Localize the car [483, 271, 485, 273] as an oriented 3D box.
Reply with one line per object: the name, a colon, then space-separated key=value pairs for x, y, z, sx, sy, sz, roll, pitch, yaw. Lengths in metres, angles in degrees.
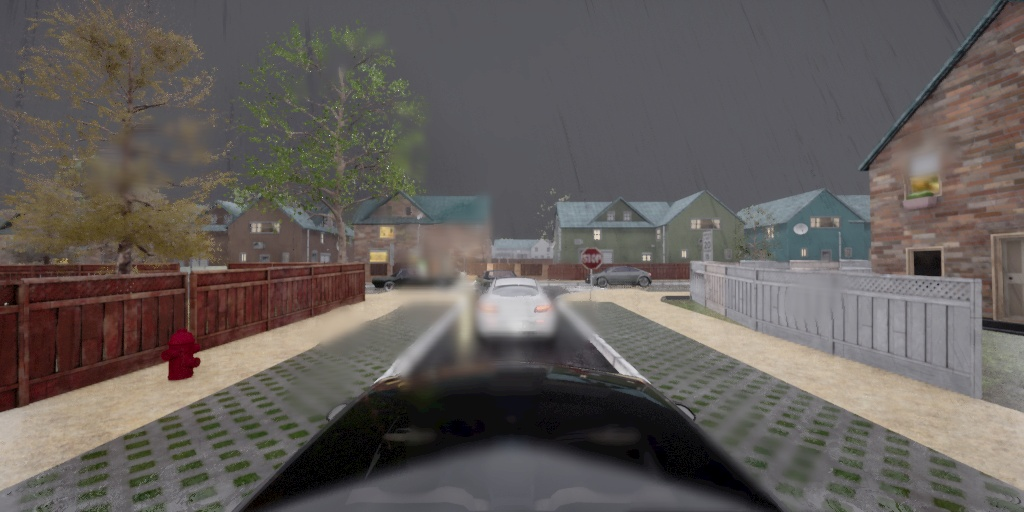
car: x=-0.762 y=1.366 z=18.540 sx=1.895 sy=1.301 sz=4.718 roll=0 pitch=-1 yaw=-12

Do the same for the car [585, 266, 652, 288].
car: x=6.982 y=1.340 z=23.714 sx=4.181 sy=1.385 sz=1.994 roll=0 pitch=-1 yaw=0

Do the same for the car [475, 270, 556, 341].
car: x=0.100 y=1.279 z=9.721 sx=1.812 sy=1.442 sz=4.674 roll=0 pitch=0 yaw=0

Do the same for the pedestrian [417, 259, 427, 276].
pedestrian: x=-6.709 y=1.118 z=26.808 sx=0.375 sy=1.860 sz=0.375 roll=0 pitch=-1 yaw=1

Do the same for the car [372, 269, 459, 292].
car: x=-5.489 y=1.416 z=20.923 sx=4.718 sy=1.301 sz=1.895 roll=-1 pitch=-1 yaw=1
